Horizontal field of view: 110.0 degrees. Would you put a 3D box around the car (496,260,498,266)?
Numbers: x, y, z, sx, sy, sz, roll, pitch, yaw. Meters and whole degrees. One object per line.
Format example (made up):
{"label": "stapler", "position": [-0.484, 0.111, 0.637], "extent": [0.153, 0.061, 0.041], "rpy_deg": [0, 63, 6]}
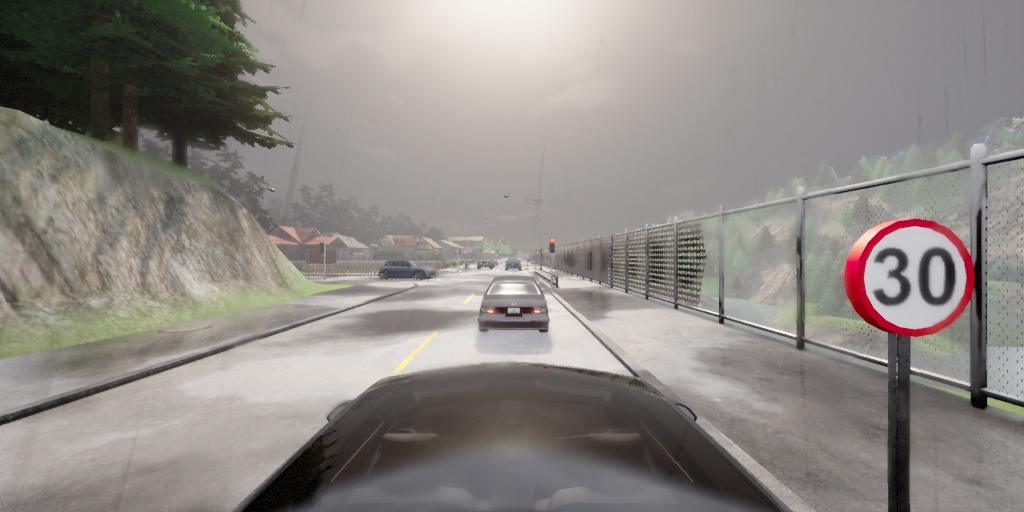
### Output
{"label": "car", "position": [-3.986, 1.297, 64.898], "extent": [2.033, 1.411, 5.357], "rpy_deg": [0, 0, 0]}

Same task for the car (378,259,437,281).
{"label": "car", "position": [-8.558, 1.101, 29.646], "extent": [4.553, 1.767, 2.097], "rpy_deg": [0, 0, 9]}

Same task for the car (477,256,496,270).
{"label": "car", "position": [-4.035, 0.971, 54.656], "extent": [2.150, 2.045, 5.566], "rpy_deg": [0, 0, 0]}

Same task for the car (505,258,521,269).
{"label": "car", "position": [0.156, 1.102, 50.776], "extent": [2.097, 1.767, 4.553], "rpy_deg": [0, 0, 0]}

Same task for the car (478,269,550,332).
{"label": "car", "position": [0.058, 1.297, 10.757], "extent": [2.033, 1.411, 5.357], "rpy_deg": [0, 0, 0]}
